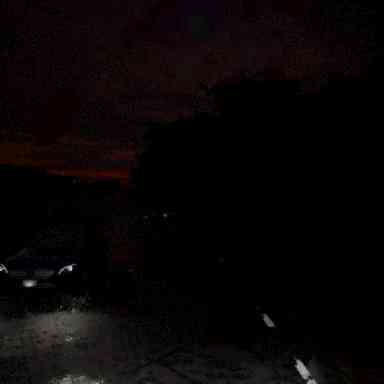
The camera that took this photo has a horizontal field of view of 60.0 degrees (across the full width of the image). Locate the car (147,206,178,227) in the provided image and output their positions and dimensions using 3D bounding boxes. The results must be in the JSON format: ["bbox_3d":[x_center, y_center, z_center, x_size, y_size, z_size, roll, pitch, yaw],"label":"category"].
[{"bbox_3d":[-2.409,1.913,27.701,2.097,1.767,4.553,0,-2,-9],"label":"car"}]

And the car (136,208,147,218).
[{"bbox_3d":[-6.541,2.846,46.191,1.994,1.385,4.181,0,-2,-16],"label":"car"}]

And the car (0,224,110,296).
[{"bbox_3d":[-3.448,1.656,9.127,1.812,1.442,4.674,1,-1,-3],"label":"car"}]
